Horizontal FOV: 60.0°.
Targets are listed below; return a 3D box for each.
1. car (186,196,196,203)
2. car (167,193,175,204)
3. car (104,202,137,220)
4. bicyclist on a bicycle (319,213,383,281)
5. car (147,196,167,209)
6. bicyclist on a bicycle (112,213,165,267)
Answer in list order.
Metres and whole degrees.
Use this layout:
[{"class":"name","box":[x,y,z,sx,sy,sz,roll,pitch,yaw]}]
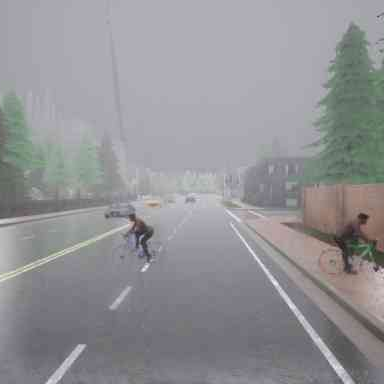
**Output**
[{"class":"car","box":[-0.259,1.477,70.306,1.882,1.535,5.008,0,0,3]},{"class":"car","box":[-4.251,1.504,62.519,1.837,1.490,4.892,0,0,3]},{"class":"car","box":[-5.898,1.564,27.875,1.994,1.385,4.181,0,0,3]},{"class":"bicyclist on a bicycle","box":[3.992,1.338,8.163,1.656,1.620,0.582,2,1,31]},{"class":"car","box":[-5.034,1.477,46.460,1.882,1.535,5.008,0,0,3]},{"class":"bicyclist on a bicycle","box":[-1.630,1.452,10.123,1.656,1.620,0.582,-2,1,-21]}]
